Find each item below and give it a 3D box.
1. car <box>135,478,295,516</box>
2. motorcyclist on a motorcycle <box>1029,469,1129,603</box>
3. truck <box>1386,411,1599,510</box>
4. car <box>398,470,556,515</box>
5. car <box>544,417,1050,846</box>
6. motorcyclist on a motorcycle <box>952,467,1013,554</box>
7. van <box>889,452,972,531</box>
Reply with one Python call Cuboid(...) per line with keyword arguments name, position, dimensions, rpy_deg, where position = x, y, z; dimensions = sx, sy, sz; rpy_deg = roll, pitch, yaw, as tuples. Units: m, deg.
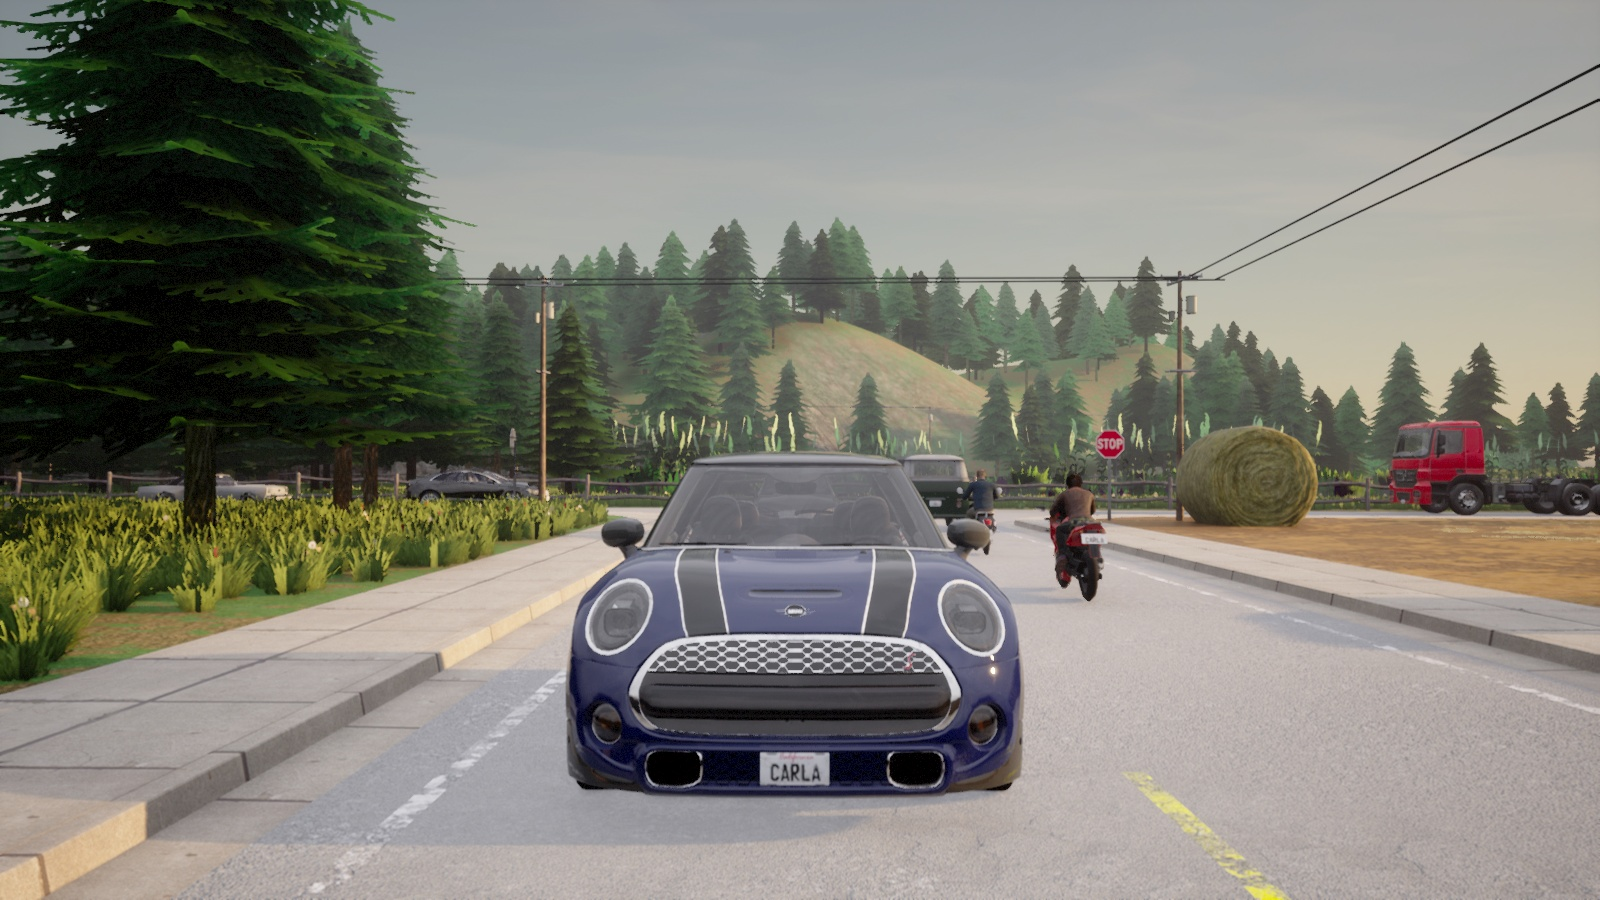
Cuboid(name="car", position=(-20.473, 1.639, 44.078), dimensions=(4.718, 1.301, 1.895), rpy_deg=(0, -1, 1))
Cuboid(name="motorcyclist on a motorcycle", position=(3.459, 1.026, 15.744), dimensions=(0.797, 1.523, 2.044), rpy_deg=(0, 0, 0))
Cuboid(name="truck", position=(25.907, 0.394, 45.500), dimensions=(7.936, 3.462, 2.891), rpy_deg=(0, -1, 3))
Cuboid(name="car", position=(-11.182, 1.452, 43.689), dimensions=(4.902, 1.511, 2.128), rpy_deg=(0, -1, 3))
Cuboid(name="car", position=(-0.020, 0.787, 7.495), dimensions=(2.097, 1.767, 4.553), rpy_deg=(0, -1, 0))
Cuboid(name="motorcyclist on a motorcycle", position=(3.439, 1.120, 23.806), dimensions=(0.866, 1.590, 1.817), rpy_deg=(0, -1, 0))
Cuboid(name="van", position=(3.424, 1.073, 33.773), dimensions=(1.775, 1.987, 4.442), rpy_deg=(0, -1, 0))
